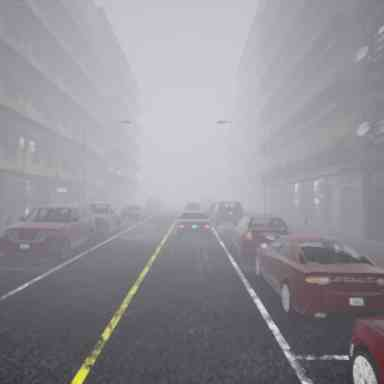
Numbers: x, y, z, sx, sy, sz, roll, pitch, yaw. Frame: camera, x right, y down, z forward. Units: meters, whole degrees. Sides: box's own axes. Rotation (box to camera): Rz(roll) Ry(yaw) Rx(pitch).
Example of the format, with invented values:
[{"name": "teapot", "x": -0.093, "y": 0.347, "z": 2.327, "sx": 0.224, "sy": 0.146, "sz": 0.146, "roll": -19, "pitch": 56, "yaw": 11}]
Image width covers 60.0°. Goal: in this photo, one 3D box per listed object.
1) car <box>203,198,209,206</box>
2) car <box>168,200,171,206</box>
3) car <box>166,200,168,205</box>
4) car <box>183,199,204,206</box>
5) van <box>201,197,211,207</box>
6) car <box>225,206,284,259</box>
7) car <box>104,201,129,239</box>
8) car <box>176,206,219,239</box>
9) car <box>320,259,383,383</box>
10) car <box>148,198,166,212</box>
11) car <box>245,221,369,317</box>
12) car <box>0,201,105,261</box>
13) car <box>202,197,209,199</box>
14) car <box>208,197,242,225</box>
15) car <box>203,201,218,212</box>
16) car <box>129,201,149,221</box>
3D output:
[{"name": "car", "x": 2.555, "y": 1.741, "z": 35.106, "sx": 1.967, "sy": 1.590, "sz": 4.097, "roll": 1, "pitch": -1, "yaw": 0}, {"name": "car", "x": -5.292, "y": 2.233, "z": 68.347, "sx": 1.802, "sy": 1.307, "sz": 4.206, "roll": 1, "pitch": -1, "yaw": 0}, {"name": "car", "x": -5.292, "y": 2.012, "z": 51.754, "sx": 1.887, "sy": 1.381, "sz": 4.507, "roll": 1, "pitch": -1, "yaw": 0}, {"name": "car", "x": 0.106, "y": 1.821, "z": 36.735, "sx": 1.837, "sy": 1.490, "sz": 4.892, "roll": 0, "pitch": -1, "yaw": 0}, {"name": "van", "x": 2.559, "y": 1.929, "z": 62.763, "sx": 1.690, "sy": 1.788, "sz": 3.998, "roll": 1, "pitch": -1, "yaw": 0}, {"name": "car", "x": 2.595, "y": 1.546, "z": 12.982, "sx": 1.967, "sy": 1.590, "sz": 4.097, "roll": 1, "pitch": 0, "yaw": 0}, {"name": "car", "x": -5.289, "y": 1.468, "z": 18.574, "sx": 2.192, "sy": 1.841, "sz": 5.009, "roll": 1, "pitch": 0, "yaw": 0}, {"name": "car", "x": 0.103, "y": 1.696, "z": 18.112, "sx": 2.033, "sy": 1.411, "sz": 5.357, "roll": 0, "pitch": 0, "yaw": 0}, {"name": "car", "x": 2.584, "y": 1.561, "z": 1.920, "sx": 1.887, "sy": 1.381, "sz": 4.507, "roll": 1, "pitch": 0, "yaw": 0}, {"name": "car", "x": -5.287, "y": 1.725, "z": 46.225, "sx": 2.192, "sy": 1.841, "sz": 5.009, "roll": 1, "pitch": -1, "yaw": 0}, {"name": "car", "x": 2.584, "y": 1.605, "z": 7.449, "sx": 1.887, "sy": 1.381, "sz": 4.507, "roll": 1, "pitch": 0, "yaw": 0}, {"name": "car", "x": -5.290, "y": 1.421, "z": 13.044, "sx": 2.192, "sy": 1.841, "sz": 5.009, "roll": 1, "pitch": 0, "yaw": 0}, {"name": "car", "x": 2.560, "y": 1.842, "z": 57.232, "sx": 2.192, "sy": 1.841, "sz": 5.009, "roll": 1, "pitch": -1, "yaw": 0}, {"name": "car", "x": 2.557, "y": 1.515, "z": 24.044, "sx": 2.192, "sy": 1.841, "sz": 5.009, "roll": 1, "pitch": -1, "yaw": 0}, {"name": "car", "x": 2.553, "y": 1.992, "z": 46.167, "sx": 1.802, "sy": 1.307, "sz": 4.206, "roll": 1, "pitch": -1, "yaw": 0}, {"name": "car", "x": -5.294, "y": 1.815, "z": 29.634, "sx": 1.947, "sy": 1.339, "sz": 4.313, "roll": 1, "pitch": -1, "yaw": 0}]
